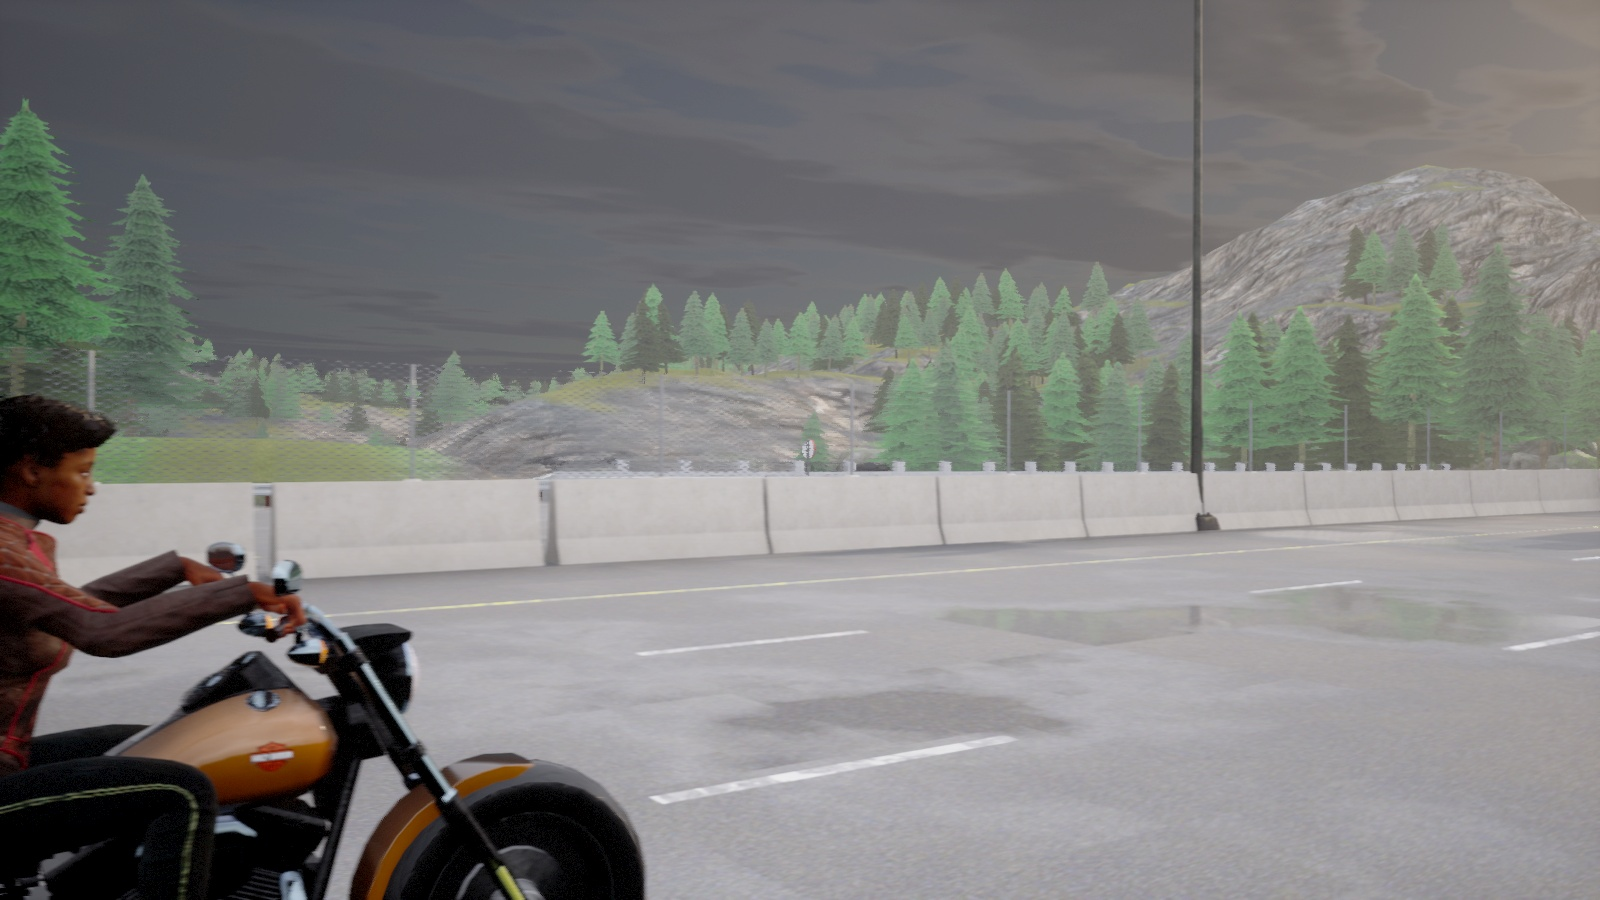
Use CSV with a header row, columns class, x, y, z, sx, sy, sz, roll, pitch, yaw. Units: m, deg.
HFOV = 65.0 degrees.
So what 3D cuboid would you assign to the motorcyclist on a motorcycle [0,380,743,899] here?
class,x,y,z,sx,sy,sz,roll,pitch,yaw
motorcyclist on a motorcycle,-1.324,0.702,2.736,2.350,1.649,0.766,0,0,-35
